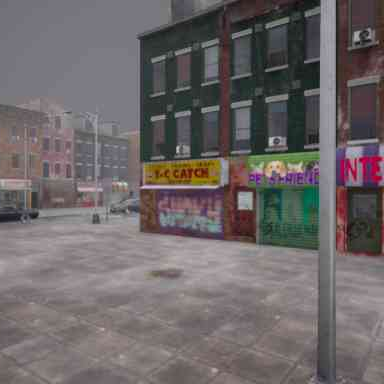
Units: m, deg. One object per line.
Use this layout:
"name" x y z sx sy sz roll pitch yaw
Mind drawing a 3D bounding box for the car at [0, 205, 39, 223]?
"car" -12.939 1.532 22.268 1.895 1.301 4.718 0 0 35

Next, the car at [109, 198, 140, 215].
"car" -5.826 1.372 32.251 1.837 1.490 4.892 0 0 35
